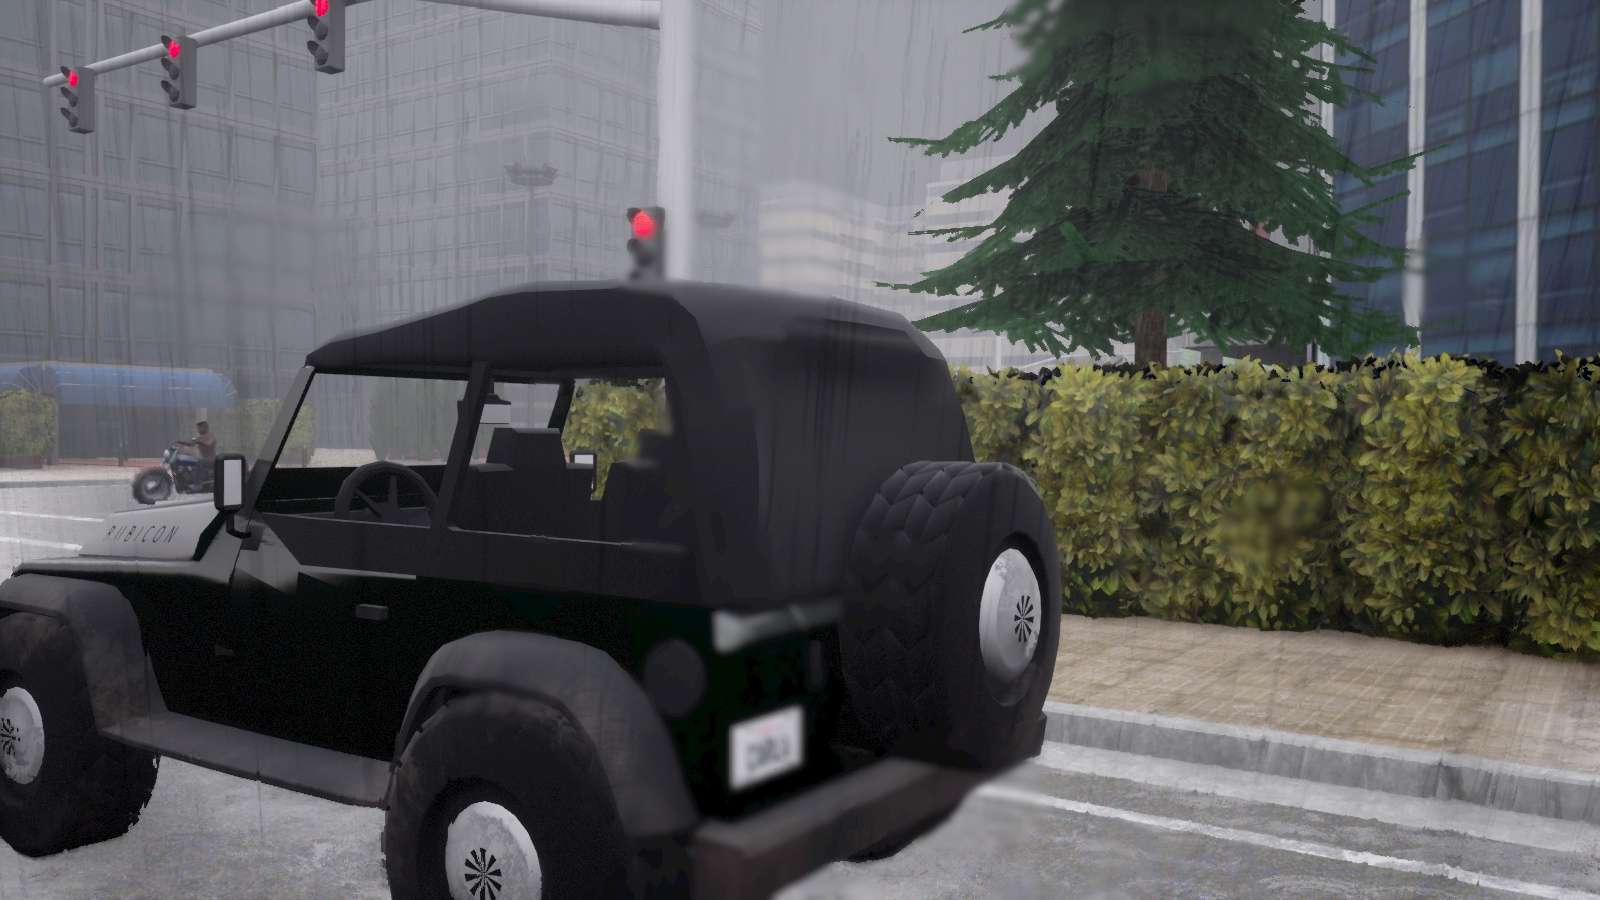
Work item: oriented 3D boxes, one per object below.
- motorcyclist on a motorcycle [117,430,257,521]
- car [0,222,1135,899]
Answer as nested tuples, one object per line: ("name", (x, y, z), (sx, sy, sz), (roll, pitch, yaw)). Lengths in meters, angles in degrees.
("motorcyclist on a motorcycle", (-11.794, 0.457, 24.248), (0.766, 1.649, 2.350), (0, 1, 33))
("car", (-1.061, 0.478, 4.325), (3.866, 1.878, 1.905), (0, 1, 34))
